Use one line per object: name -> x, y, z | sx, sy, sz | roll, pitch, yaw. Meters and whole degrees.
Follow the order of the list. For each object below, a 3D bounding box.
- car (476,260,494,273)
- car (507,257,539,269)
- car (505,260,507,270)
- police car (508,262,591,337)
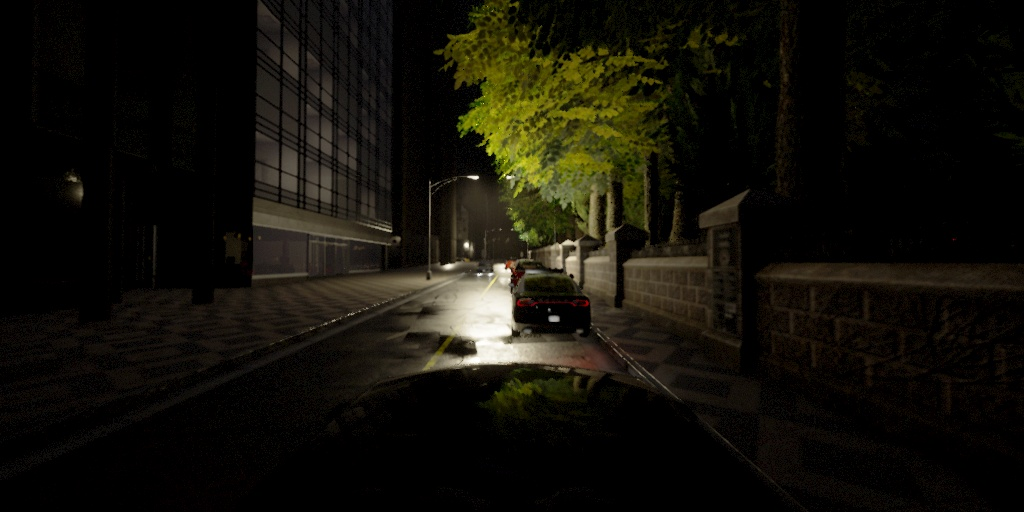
car -> -2.996, 1.180, 41.118 | 2.033, 1.411, 5.357 | 0, 0, 0
car -> 0.945, 1.043, 20.216 | 2.097, 1.767, 4.553 | 0, 0, 0
car -> 0.156, 0.971, 47.951 | 2.097, 1.767, 4.553 | 0, 0, 1
police car -> 0.921, 1.149, 10.354 | 1.930, 1.638, 5.238 | 0, 0, 0
